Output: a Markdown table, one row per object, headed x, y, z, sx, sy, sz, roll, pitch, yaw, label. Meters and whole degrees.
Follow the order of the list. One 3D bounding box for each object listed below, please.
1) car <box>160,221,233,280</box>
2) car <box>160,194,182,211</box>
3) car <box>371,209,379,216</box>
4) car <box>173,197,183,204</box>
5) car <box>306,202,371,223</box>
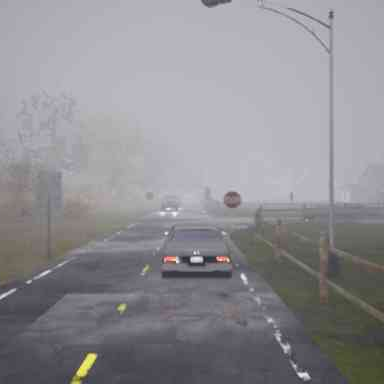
| x | y | z | sx | sy | sz | roll | pitch | yaw | label |
| --- | --- | --- | --- | --- | --- | --- | --- | --- | --- |
| 0.099 | 1.582 | 10.033 | 2.033 | 1.411 | 5.357 | 0 | 0 | 0 | car |
| -2.846 | 1.349 | 43.693 | 2.150 | 2.045 | 5.566 | 0 | 0 | 0 | car |
| 12.957 | 1.590 | 28.423 | 5.357 | 1.411 | 2.033 | 0 | -1 | -2 | car |
| -2.764 | 1.671 | 66.529 | 1.837 | 1.490 | 4.892 | 0 | 0 | 0 | car |
| 10.867 | 1.581 | 25.364 | 4.181 | 1.385 | 1.994 | 0 | -1 | -3 | car |
